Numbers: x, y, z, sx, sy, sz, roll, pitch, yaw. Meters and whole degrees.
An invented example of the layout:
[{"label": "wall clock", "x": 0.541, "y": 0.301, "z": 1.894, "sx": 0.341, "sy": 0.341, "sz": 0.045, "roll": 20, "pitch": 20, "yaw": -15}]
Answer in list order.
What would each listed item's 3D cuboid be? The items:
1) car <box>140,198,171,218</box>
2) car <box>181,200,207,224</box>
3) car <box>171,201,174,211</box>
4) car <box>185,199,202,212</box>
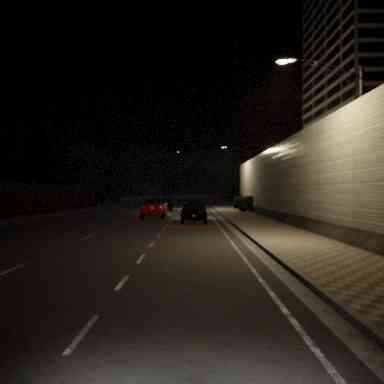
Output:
[{"label": "car", "x": -3.358, "y": 1.370, "z": 30.138, "sx": 2.097, "sy": 1.767, "sz": 4.553, "roll": 0, "pitch": 0, "yaw": 0}, {"label": "car", "x": 0.151, "y": 1.494, "z": 25.183, "sx": 1.882, "sy": 1.535, "sz": 5.008, "roll": 0, "pitch": 0, "yaw": 0}, {"label": "car", "x": -3.345, "y": 1.531, "z": 41.454, "sx": 1.837, "sy": 1.490, "sz": 4.892, "roll": 0, "pitch": 0, "yaw": 0}, {"label": "car", "x": 0.177, "y": 1.590, "z": 39.733, "sx": 1.994, "sy": 1.385, "sz": 4.181, "roll": 0, "pitch": 0, "yaw": 0}]
